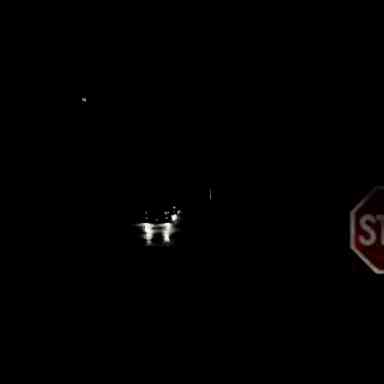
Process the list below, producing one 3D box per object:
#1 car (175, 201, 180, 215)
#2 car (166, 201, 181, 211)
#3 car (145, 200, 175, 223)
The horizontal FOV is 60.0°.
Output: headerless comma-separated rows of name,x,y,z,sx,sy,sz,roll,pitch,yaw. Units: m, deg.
car,-2.835,1.804,40.549,2.097,1.767,4.553,0,-1,0
car,-2.830,2.137,51.569,2.033,1.411,5.357,0,-1,0
car,-2.841,1.668,28.994,2.097,1.767,4.553,0,-1,0
